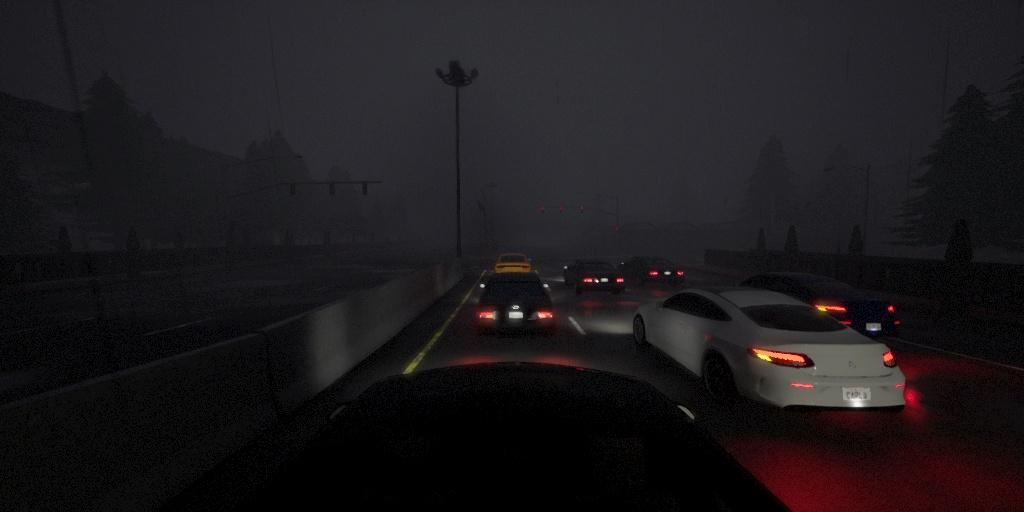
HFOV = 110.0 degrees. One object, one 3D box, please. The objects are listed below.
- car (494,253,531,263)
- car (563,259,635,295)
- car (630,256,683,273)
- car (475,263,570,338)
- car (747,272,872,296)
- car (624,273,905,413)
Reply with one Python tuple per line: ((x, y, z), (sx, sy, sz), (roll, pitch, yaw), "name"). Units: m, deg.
((0.023, 0.562, 19.515), (1.882, 1.535, 5.008), (0, 3, 0), "car")
((3.533, 0.823, 16.206), (2.033, 1.411, 5.357), (0, 3, 0), "car")
((7.028, 0.681, 18.711), (2.033, 1.411, 5.357), (0, 3, 0), "car")
((0.069, 1.143, 9.720), (2.033, 1.411, 5.357), (0, 2, 0), "car")
((7.066, 1.137, 9.310), (1.812, 1.442, 4.674), (0, 2, 0), "car")
((3.581, 1.225, 6.038), (1.812, 1.442, 4.674), (0, 1, 0), "car")
